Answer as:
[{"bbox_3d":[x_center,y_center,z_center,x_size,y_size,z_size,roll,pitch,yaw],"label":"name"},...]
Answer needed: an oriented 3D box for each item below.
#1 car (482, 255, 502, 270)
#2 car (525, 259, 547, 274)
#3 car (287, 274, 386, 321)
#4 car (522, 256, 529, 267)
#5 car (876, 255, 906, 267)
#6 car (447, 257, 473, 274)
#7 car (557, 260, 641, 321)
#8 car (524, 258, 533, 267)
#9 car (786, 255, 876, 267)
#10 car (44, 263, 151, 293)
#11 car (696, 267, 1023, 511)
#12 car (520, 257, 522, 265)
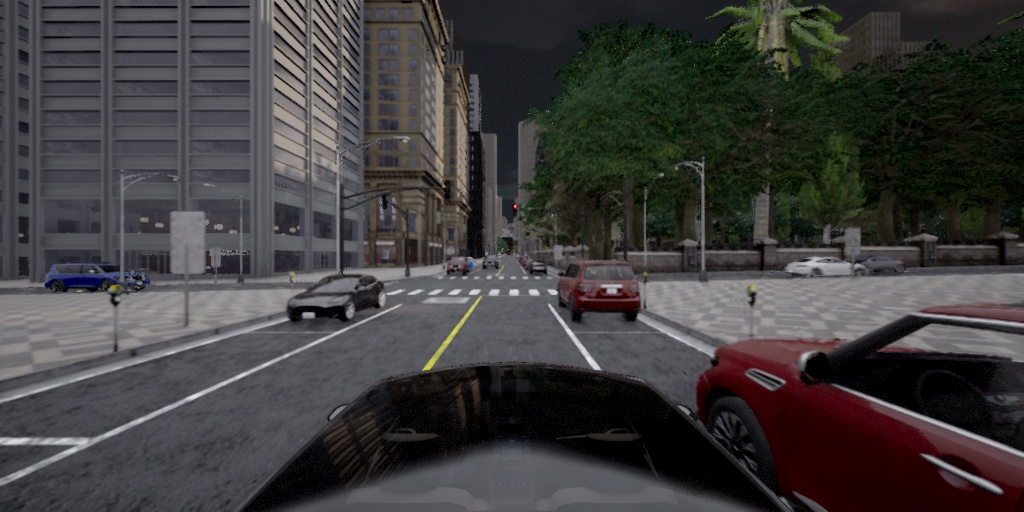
[{"bbox_3d":[-3.055,0.864,51.800,2.150,2.045,5.566,0,0,0],"label":"car"},{"bbox_3d":[2.766,1.242,38.881,1.948,1.339,4.313,0,0,0],"label":"car"},{"bbox_3d":[-5.762,1.301,12.341,1.948,1.339,4.313,0,0,0],"label":"car"},{"bbox_3d":[2.767,1.087,49.722,1.967,1.591,4.097,0,0,0],"label":"car"},{"bbox_3d":[27.149,0.652,27.294,4.181,1.385,1.994,-1,0,0],"label":"car"},{"bbox_3d":[-5.759,0.991,38.901,2.192,1.841,5.009,0,0,0],"label":"car"},{"bbox_3d":[2.763,1.050,12.322,2.192,1.841,5.009,0,0,0],"label":"car"},{"bbox_3d":[2.766,1.244,44.301,1.802,1.307,4.207,0,0,0],"label":"car"},{"bbox_3d":[21.131,0.750,24.228,4.674,1.442,1.812,-1,0,0],"label":"car"},{"bbox_3d":[-28.186,1.506,24.469,5.566,2.045,2.150,-1,0,0],"label":"car"},{"bbox_3d":[2.762,1.065,1.347,2.192,1.841,5.009,0,0,0],"label":"car"},{"bbox_3d":[2.768,1.197,60.563,1.802,1.307,4.207,0,0,0],"label":"car"}]
